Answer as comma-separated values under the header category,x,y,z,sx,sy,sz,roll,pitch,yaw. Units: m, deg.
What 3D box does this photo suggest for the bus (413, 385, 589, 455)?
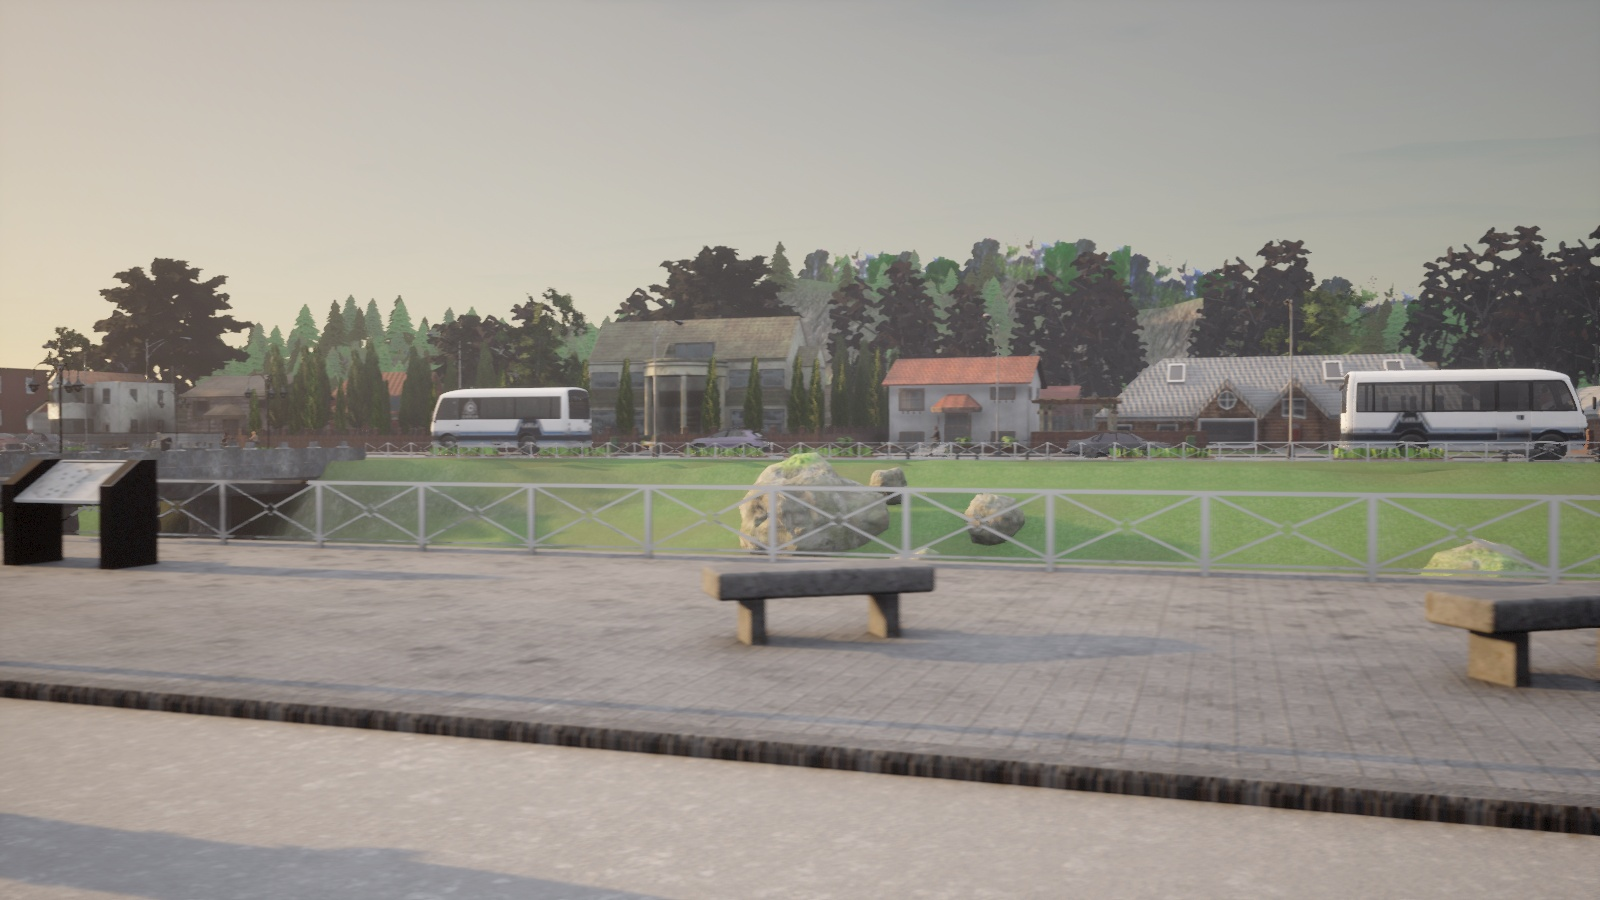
category,x,y,z,sx,sy,sz,roll,pitch,yaw
bus,-18.886,-1.892,79.336,10.273,4.253,3.944,1,1,19

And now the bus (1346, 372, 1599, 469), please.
category,x,y,z,sx,sy,sz,roll,pitch,yaw
bus,31.139,-1.366,58.273,10.273,4.253,3.944,1,1,19

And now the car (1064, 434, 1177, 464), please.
category,x,y,z,sx,sy,sz,roll,pitch,yaw
car,16.160,-0.079,63.337,5.357,1.411,2.033,1,1,19

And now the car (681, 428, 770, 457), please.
category,x,y,z,sx,sy,sz,roll,pitch,yaw
car,-4.403,-0.453,74.479,4.856,1.649,2.033,1,1,19
